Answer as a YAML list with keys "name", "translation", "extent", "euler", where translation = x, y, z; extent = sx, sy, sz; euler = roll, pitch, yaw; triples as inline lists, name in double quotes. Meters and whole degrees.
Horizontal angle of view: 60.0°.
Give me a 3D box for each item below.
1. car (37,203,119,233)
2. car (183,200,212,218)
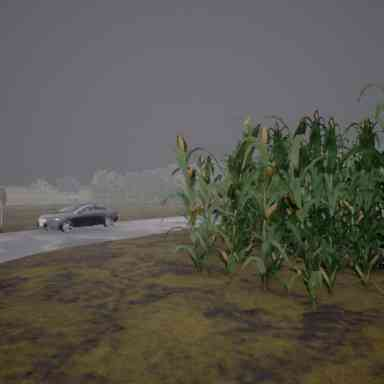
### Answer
- name: "car"
  translation: [-6.514, 1.445, 19.522]
  extent: [2.128, 1.511, 4.902]
  euler: [1, 0, 35]
- name: "car"
  translation: [1.089, 1.464, 30.206]
  extent: [2.128, 1.511, 4.902]
  euler: [1, 0, 35]
